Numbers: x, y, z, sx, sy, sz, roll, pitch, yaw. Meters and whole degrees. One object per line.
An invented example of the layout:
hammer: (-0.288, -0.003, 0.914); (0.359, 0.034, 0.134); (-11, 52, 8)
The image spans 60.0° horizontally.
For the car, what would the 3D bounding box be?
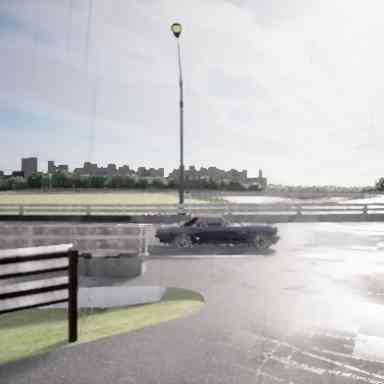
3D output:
car: (0.993, 1.517, 13.063); (4.718, 1.301, 1.895); (0, 0, -1)
